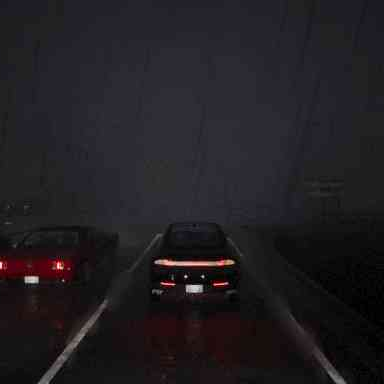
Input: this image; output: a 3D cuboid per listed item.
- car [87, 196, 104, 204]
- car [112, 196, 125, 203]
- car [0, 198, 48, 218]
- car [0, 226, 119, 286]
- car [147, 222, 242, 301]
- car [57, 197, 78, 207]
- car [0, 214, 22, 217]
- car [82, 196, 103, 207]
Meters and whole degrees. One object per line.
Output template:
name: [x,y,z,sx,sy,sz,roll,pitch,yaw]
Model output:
car: [-18.468,1.525,64.048,1.812,1.442,4.674,0,0,1]
car: [-14.945,1.505,67.783,1.837,1.490,4.892,0,0,0]
car: [-15.076,1.352,30.531,2.097,1.767,4.553,0,0,0]
car: [-3.427,1.601,9.379,1.895,1.301,4.718,0,0,0]
car: [0.064,1.492,8.291,2.128,1.511,4.902,0,0,1]
car: [-18.554,1.505,49.832,1.837,1.490,4.892,0,0,0]
car: [-6.933,1.547,8.722,2.033,1.411,5.357,0,0,1]
car: [-15.052,1.563,49.985,1.994,1.385,4.181,0,0,0]
